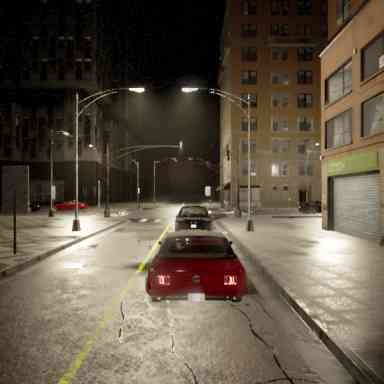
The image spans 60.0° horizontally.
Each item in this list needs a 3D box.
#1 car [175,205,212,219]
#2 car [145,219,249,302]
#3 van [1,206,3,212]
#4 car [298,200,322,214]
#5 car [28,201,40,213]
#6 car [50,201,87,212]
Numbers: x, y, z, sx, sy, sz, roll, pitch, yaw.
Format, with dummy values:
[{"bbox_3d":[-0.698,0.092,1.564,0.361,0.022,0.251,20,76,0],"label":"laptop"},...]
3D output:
[{"bbox_3d":[0.069,1.473,18.331,1.882,1.535,5.008,0,0,0],"label":"car"},{"bbox_3d":[0.086,1.601,8.183,1.895,1.301,4.718,0,0,0],"label":"car"},{"bbox_3d":[-20.169,1.424,30.702,3.998,1.788,1.690,0,0,0],"label":"van"},{"bbox_3d":[12.057,1.414,30.720,4.313,1.339,1.947,0,0,0],"label":"car"},{"bbox_3d":[-20.181,1.724,39.226,4.313,1.339,1.947,0,0,0],"label":"car"},{"bbox_3d":[-14.532,1.700,39.229,4.206,1.307,1.802,0,0,0],"label":"car"}]
